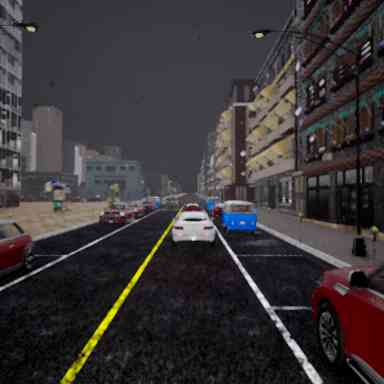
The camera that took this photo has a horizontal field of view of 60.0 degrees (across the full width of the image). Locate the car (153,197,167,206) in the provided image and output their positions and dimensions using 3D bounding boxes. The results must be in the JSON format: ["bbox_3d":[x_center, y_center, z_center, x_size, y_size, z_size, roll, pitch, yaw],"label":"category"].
[{"bbox_3d":[-5.645,1.684,59.126,1.967,1.590,4.097,1,0,0],"label":"car"}]

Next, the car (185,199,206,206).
[{"bbox_3d":[0.077,1.664,30.579,1.812,1.442,4.674,0,0,0],"label":"car"}]

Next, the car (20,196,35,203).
[{"bbox_3d":[-42.914,1.897,85.360,5.009,1.841,2.192,0,-1,1],"label":"car"}]

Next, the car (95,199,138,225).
[{"bbox_3d":[-5.651,1.557,25.251,1.967,1.590,4.097,1,0,0],"label":"car"}]

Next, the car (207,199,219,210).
[{"bbox_3d":[2.701,1.685,30.930,1.887,1.381,4.507,1,0,0],"label":"car"}]

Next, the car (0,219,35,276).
[{"bbox_3d":[-5.682,1.481,8.314,1.967,1.590,4.097,1,0,0],"label":"car"}]

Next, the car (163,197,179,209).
[{"bbox_3d":[-3.085,1.561,48.994,2.097,1.767,4.553,0,0,0],"label":"car"}]

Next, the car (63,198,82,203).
[{"bbox_3d":[-30.679,2.107,85.234,4.206,1.307,1.802,0,-1,1],"label":"car"}]

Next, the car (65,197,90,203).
[{"bbox_3d":[-26.377,1.791,76.539,4.097,1.590,1.967,0,-1,1],"label":"car"}]

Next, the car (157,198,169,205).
[{"bbox_3d":[-5.647,1.808,64.772,1.887,1.381,4.507,1,0,0],"label":"car"}]

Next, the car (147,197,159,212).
[{"bbox_3d":[-5.646,1.729,42.188,1.887,1.381,4.507,1,0,0],"label":"car"}]

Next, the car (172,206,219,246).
[{"bbox_3d":[0.076,1.599,15.430,1.812,1.442,4.674,0,0,0],"label":"car"}]

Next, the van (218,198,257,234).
[{"bbox_3d":[2.703,1.434,19.637,1.690,1.788,3.998,1,0,0],"label":"van"}]

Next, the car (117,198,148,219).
[{"bbox_3d":[-5.645,1.580,30.898,1.967,1.590,4.097,1,0,0],"label":"car"}]

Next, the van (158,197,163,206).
[{"bbox_3d":[-5.644,1.546,47.835,1.690,1.788,3.998,1,0,0],"label":"van"}]

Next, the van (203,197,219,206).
[{"bbox_3d":[2.704,1.526,42.222,1.690,1.788,3.998,1,0,0],"label":"van"}]

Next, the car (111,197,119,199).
[{"bbox_3d":[-19.718,2.024,85.085,4.403,1.369,2.008,0,-1,1],"label":"car"}]

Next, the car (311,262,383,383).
[{"bbox_3d":[2.704,1.329,2.698,2.192,1.841,5.009,1,0,0],"label":"car"}]

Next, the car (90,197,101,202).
[{"bbox_3d":[-25.200,2.065,85.160,4.313,1.339,1.947,0,-1,1],"label":"car"}]
